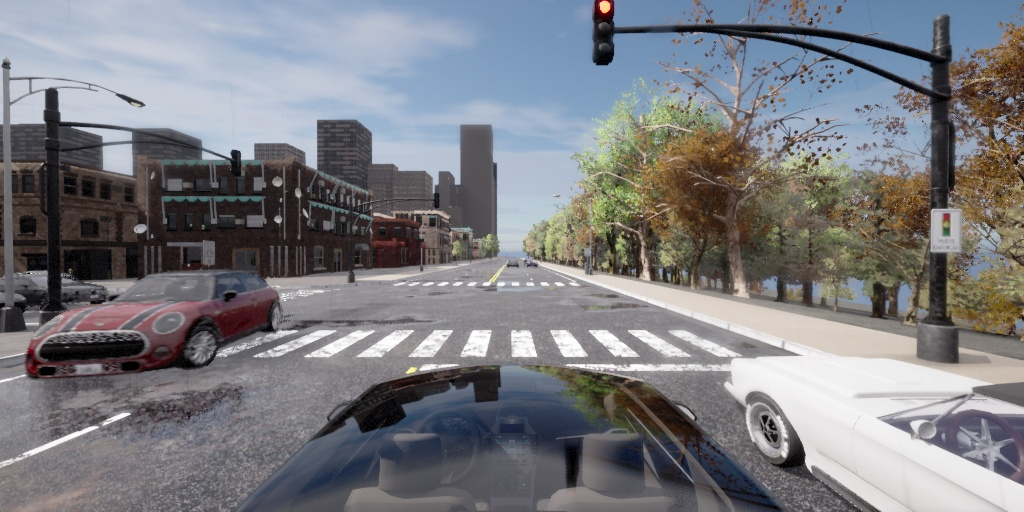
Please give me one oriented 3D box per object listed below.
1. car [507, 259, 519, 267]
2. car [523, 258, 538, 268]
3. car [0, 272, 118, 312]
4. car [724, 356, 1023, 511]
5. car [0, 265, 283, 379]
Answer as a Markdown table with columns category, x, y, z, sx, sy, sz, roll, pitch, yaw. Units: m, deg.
| category | x | y | z | sx | sy | sz | roll | pitch | yaw |
| --- | --- | --- | --- | --- | --- | --- | --- | --- | --- |
| car | 0.162 | 1.291 | 62.700 | 1.994 | 1.385 | 4.181 | 0 | 0 | 1 |
| car | 3.418 | 1.328 | 62.435 | 1.895 | 1.301 | 4.718 | 0 | 0 | 0 |
| car | -20.159 | 1.500 | 15.302 | 4.674 | 1.442 | 1.812 | -1 | 1 | 0 |
| car | 3.350 | 1.351 | 1.940 | 1.895 | 1.301 | 4.718 | 0 | 0 | 0 |
| car | -6.794 | 1.102 | 7.555 | 2.097 | 1.767 | 4.553 | 0 | 0 | -12 |
